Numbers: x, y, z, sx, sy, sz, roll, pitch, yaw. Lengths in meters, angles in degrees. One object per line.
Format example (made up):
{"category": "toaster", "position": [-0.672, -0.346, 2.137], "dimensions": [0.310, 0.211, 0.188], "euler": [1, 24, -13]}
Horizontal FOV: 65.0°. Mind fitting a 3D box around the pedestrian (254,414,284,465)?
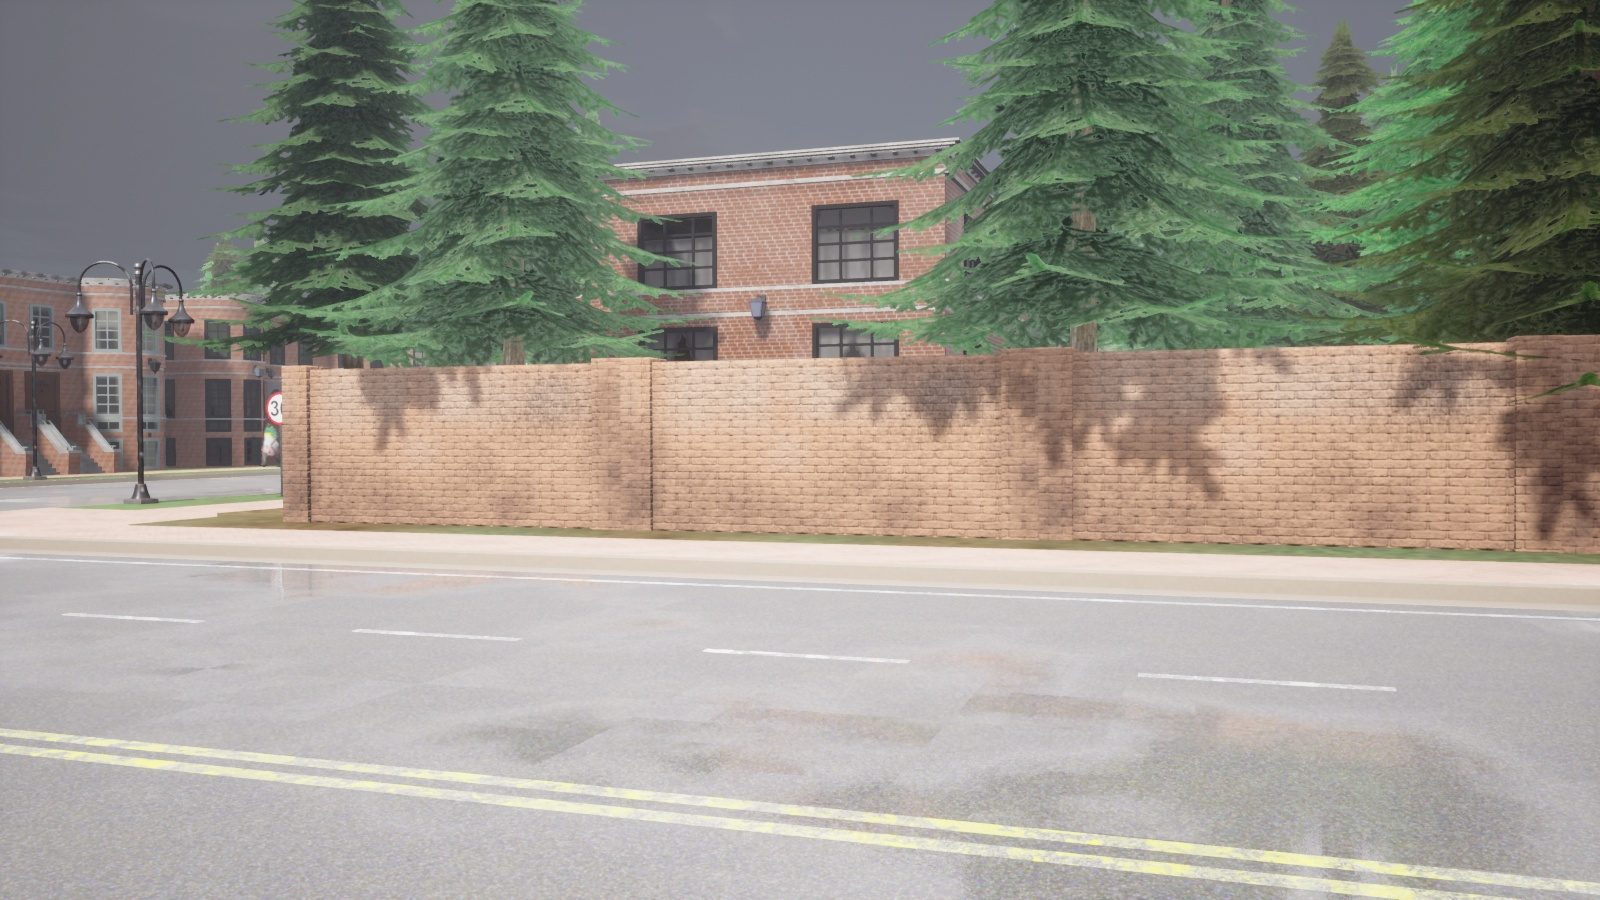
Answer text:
{"category": "pedestrian", "position": [-20.561, -0.406, 48.656], "dimensions": [0.659, 1.952, 0.873], "euler": [1, 1, 20]}
